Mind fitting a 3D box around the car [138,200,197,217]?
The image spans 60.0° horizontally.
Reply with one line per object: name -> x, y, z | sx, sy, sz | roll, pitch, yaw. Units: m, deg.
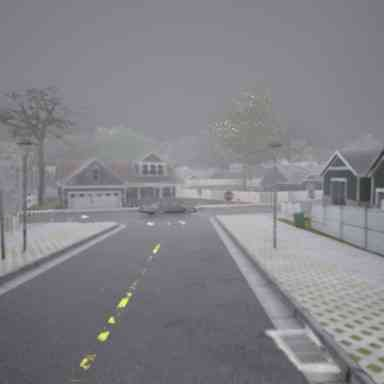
car -> -2.185, 1.450, 30.349 | 5.357, 1.411, 2.033 | 0, 0, -28
